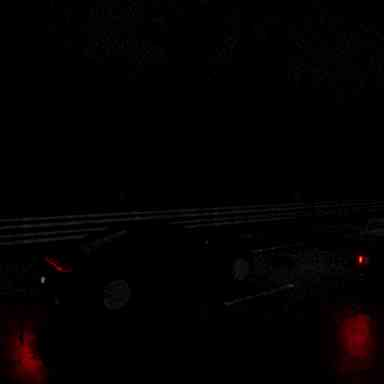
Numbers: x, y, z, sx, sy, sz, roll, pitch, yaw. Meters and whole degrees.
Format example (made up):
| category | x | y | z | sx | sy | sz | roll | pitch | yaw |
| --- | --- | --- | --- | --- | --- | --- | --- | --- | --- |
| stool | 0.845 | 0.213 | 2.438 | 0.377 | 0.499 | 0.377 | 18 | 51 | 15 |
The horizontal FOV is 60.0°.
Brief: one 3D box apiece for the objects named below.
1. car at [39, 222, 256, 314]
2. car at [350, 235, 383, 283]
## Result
| category | x | y | z | sx | sy | sz | roll | pitch | yaw |
| --- | --- | --- | --- | --- | --- | --- | --- | --- | --- |
| car | -0.728 | 1.427 | 7.593 | 5.008 | 1.535 | 1.882 | -1 | 1 | -35 |
| car | 5.903 | 1.473 | 8.002 | 4.718 | 1.301 | 1.895 | -1 | 1 | -35 |
